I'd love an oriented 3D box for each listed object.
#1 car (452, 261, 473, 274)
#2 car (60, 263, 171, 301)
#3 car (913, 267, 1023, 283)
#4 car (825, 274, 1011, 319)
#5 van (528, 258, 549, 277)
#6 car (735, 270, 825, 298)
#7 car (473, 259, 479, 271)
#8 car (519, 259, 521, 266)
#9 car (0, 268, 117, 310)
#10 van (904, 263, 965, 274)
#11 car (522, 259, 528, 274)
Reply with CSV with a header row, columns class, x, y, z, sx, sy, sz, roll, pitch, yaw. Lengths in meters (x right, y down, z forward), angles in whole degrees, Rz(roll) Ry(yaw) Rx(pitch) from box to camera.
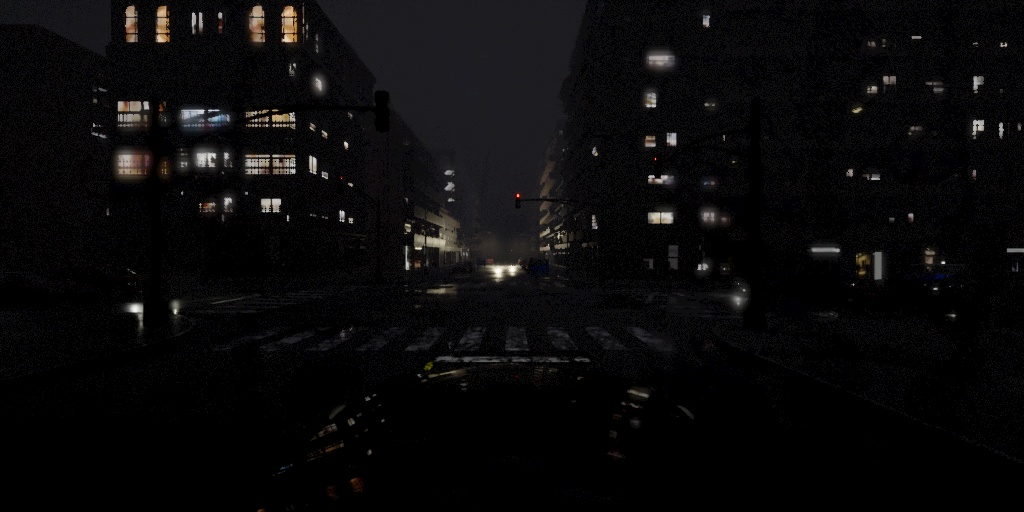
class,x,y,z,sx,sy,sz,roll,pitch,yaw
car,-5.888,1.358,41.490,1.802,1.307,4.207,0,0,0
car,-18.007,1.086,15.794,5.008,1.535,1.882,1,0,0
car,24.865,1.516,18.981,4.892,1.490,1.837,1,0,0
car,14.696,1.498,13.194,4.507,1.381,1.888,0,0,0
van,2.774,1.109,35.954,1.690,1.789,3.998,0,0,0
car,14.955,1.453,18.987,5.357,1.411,2.033,1,0,0
car,-5.895,1.352,47.012,1.948,1.339,4.313,0,0,0
car,2.615,1.252,58.012,1.967,1.591,4.097,0,0,0
car,-17.756,1.215,13.212,4.207,1.307,1.802,0,0,0
van,26.071,1.343,21.558,3.998,1.789,1.690,0,0,0
car,2.679,1.091,41.451,2.192,1.841,5.009,0,0,0
